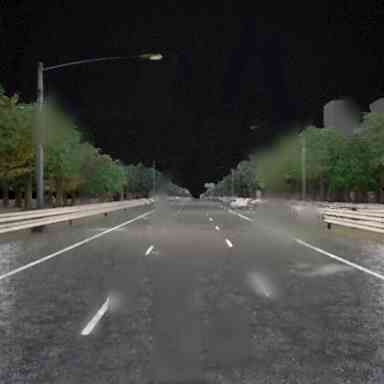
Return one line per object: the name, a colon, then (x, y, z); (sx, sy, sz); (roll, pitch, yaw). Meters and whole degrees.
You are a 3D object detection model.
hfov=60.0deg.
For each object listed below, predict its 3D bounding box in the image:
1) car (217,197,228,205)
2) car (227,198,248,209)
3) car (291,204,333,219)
car: (6.989, 1.950, 70.080); (2.128, 1.511, 4.902); (0, 0, 0)
car: (7.512, 1.859, 53.044); (1.812, 1.442, 4.674); (0, 0, -9)
car: (11.856, 1.844, 32.588); (1.895, 1.301, 4.718); (0, 0, -20)
